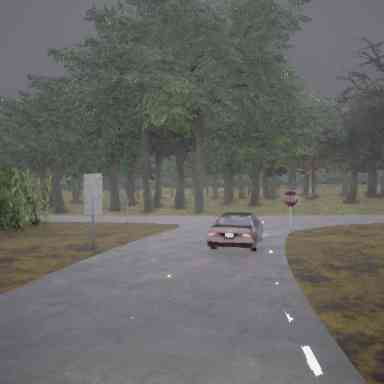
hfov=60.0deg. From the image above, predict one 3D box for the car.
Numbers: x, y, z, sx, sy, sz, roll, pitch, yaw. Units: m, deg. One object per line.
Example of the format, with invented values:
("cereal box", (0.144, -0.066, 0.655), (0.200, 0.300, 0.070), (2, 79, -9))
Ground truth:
("car", (1.968, 1.555, 14.075), (2.033, 1.411, 5.357), (0, 0, 16))
